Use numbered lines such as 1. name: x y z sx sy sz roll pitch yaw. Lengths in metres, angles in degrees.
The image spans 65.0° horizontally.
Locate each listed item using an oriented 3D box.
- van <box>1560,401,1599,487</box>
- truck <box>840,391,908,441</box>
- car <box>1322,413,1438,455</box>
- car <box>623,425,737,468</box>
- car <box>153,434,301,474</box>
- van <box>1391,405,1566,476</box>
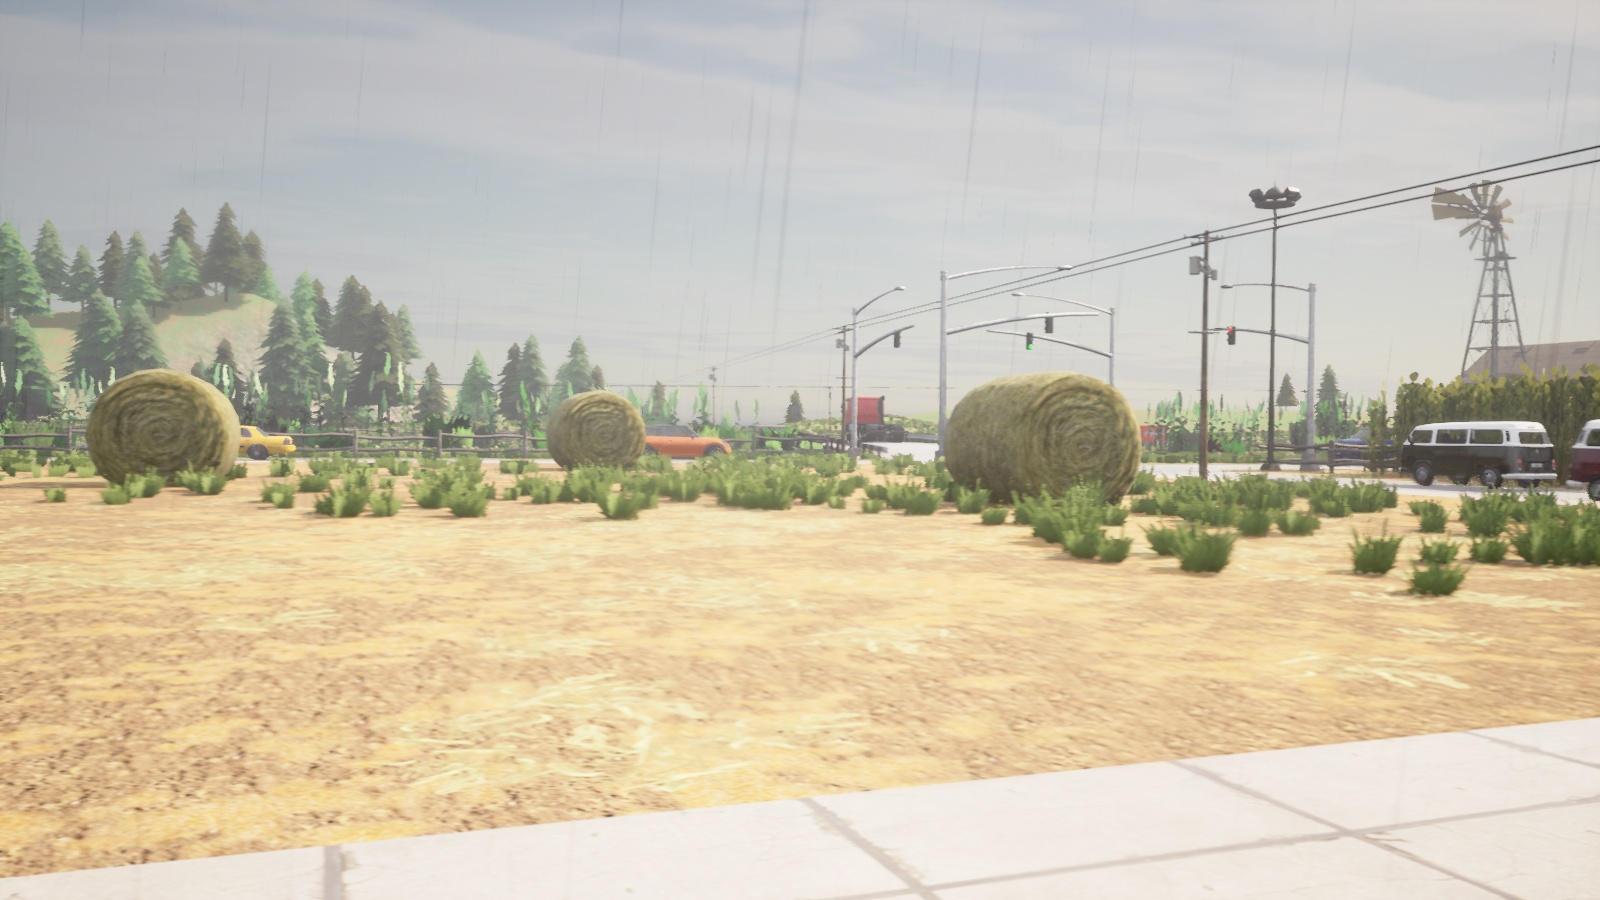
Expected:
1. van: 20.428 -0.147 29.141 2.069 2.038 4.480 -1 1 -20
2. truck: 5.306 -2.419 91.487 2.891 3.462 7.936 -1 1 -12
3. car: 30.173 -0.846 65.324 5.566 2.045 2.150 -1 1 -20
4. car: -5.192 -0.177 54.166 4.553 1.767 2.097 -1 1 -17
5. car: -23.703 0.136 52.179 5.366 1.575 1.801 -1 1 -17
6. van: 20.722 -0.304 38.594 2.069 2.038 4.480 -1 1 -20
